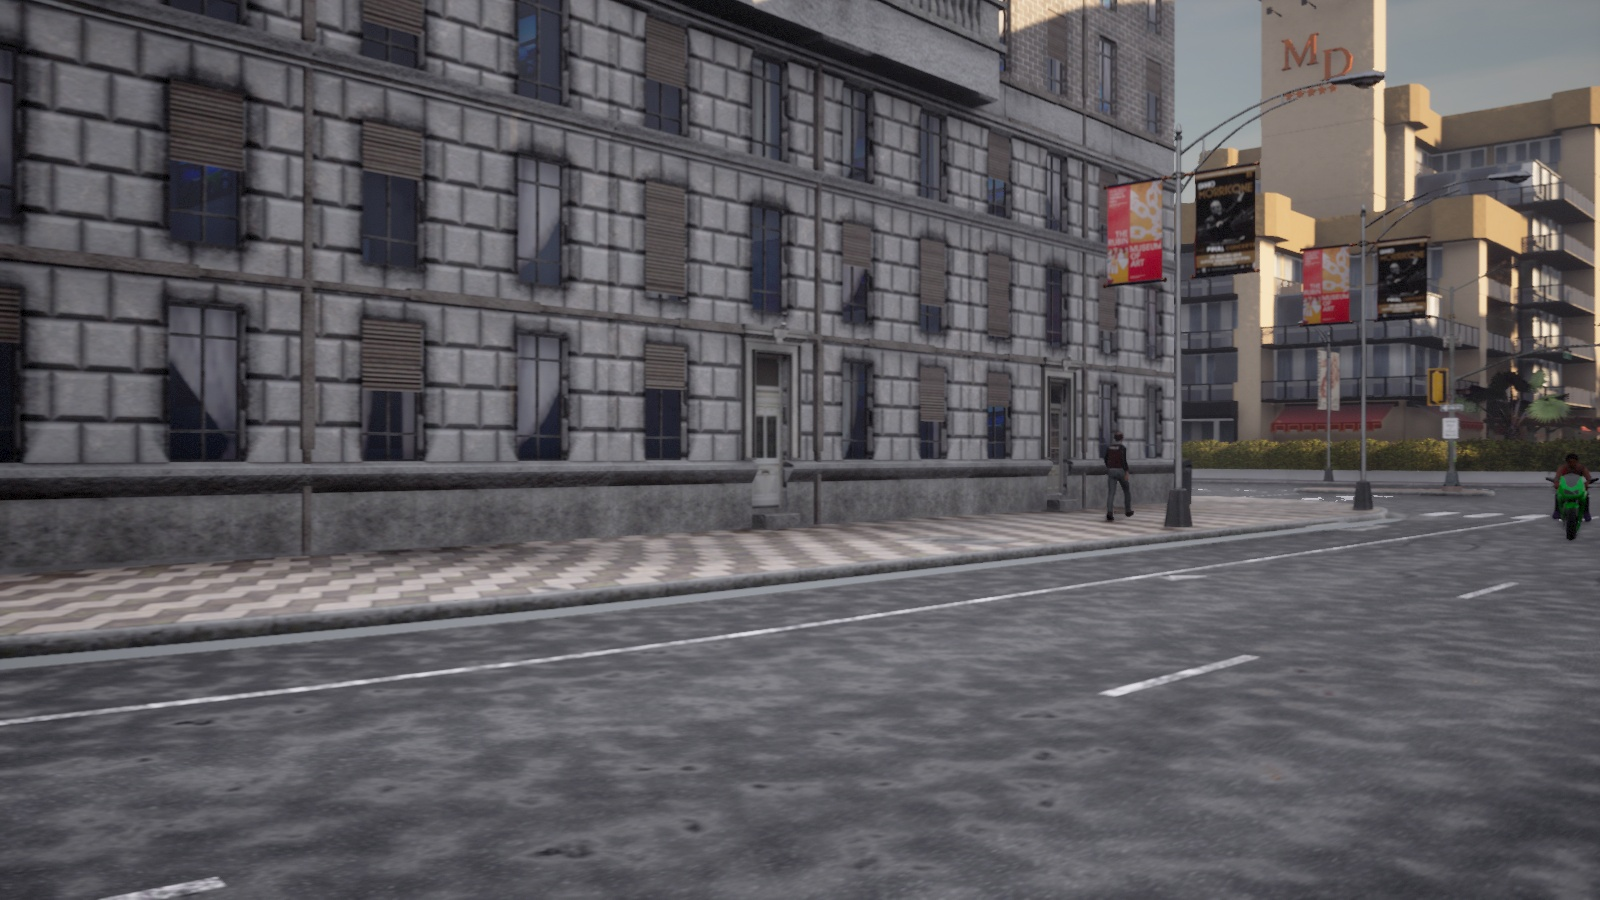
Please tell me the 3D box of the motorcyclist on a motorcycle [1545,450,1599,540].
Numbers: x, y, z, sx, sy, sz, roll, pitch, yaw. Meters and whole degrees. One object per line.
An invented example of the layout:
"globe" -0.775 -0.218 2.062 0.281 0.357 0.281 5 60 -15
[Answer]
"motorcyclist on a motorcycle" 13.779 0.762 22.392 0.797 1.523 2.044 0 0 32

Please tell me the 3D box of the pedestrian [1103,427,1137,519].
"pedestrian" 6.561 0.467 25.713 0.376 1.854 0.720 0 0 42
